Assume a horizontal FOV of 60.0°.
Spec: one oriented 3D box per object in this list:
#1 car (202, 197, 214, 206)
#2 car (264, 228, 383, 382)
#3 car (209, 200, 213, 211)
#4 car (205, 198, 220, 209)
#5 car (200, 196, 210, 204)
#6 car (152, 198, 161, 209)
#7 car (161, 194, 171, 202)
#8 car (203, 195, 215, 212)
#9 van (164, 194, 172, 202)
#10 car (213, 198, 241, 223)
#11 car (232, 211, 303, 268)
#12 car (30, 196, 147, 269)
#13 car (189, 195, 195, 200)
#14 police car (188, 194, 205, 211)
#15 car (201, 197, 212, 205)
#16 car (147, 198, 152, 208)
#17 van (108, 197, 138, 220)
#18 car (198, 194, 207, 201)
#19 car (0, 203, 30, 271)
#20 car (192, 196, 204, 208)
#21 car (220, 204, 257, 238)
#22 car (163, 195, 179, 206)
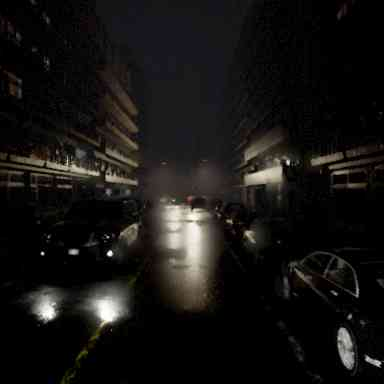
[{"bbox_3d":[2.670,1.572,56.289,1.887,1.381,4.507,0,0,0],"label":"car"},{"bbox_3d":[2.689,1.548,5.334,2.008,1.369,4.403,0,0,0],"label":"car"},{"bbox_3d":[2.680,1.570,27.983,1.802,1.307,4.206,0,0,0],"label":"car"},{"bbox_3d":[2.674,1.535,45.135,1.752,1.417,4.829,0,0,0],"label":"car"},{"bbox_3d":[2.665,1.574,67.783,1.752,1.417,4.829,0,0,0],"label":"car"},{"bbox_3d":[-5.707,1.554,44.985,1.887,1.381,4.507,0,0,0],"label":"car"},{"bbox_3d":[-5.715,1.573,67.463,1.752,1.417,4.829,0,0,0],"label":"car"},{"bbox_3d":[2.676,1.440,39.302,1.967,1.590,4.097,0,0,0],"label":"car"},{"bbox_3d":[-5.720,1.420,78.957,1.690,1.788,3.998,0,0,0],"label":"van"},{"bbox_3d":[2.682,1.428,22.319,1.967,1.590,4.097,0,0,0],"label":"car"},{"bbox_3d":[2.687,1.544,10.997,2.008,1.369,4.403,0,0,0],"label":"car"},{"bbox_3d":[-3.103,1.214,11.483,2.150,2.045,5.566,0,0,0],"label":"car"},{"bbox_3d":[-0.031,1.522,92.588,1.812,1.442,4.674,0,0,0],"label":"car"},{"bbox_3d":[0.787,1.428,41.019,1.930,1.638,5.238,0,0,-2],"label":"police car"},{"bbox_3d":[2.667,1.581,61.955,1.887,1.381,4.507,0,0,0],"label":"car"},{"bbox_3d":[-5.703,1.308,33.661,2.192,1.841,5.009,0,0,0],"label":"car"},{"bbox_3d":[-5.700,1.329,28.001,1.690,1.788,3.998,0,0,0],"label":"van"},{"bbox_3d":[2.658,1.413,84.598,2.192,1.841,5.009,0,0,0],"label":"car"},{"bbox_3d":[-5.694,1.308,11.014,2.192,1.841,5.009,0,0,0],"label":"car"},{"bbox_3d":[0.883,1.474,51.119,1.801,1.575,5.366,0,0,0],"label":"car"},{"bbox_3d":[2.685,1.534,16.659,1.887,1.381,4.507,0,0,0],"label":"car"},{"bbox_3d":[-3.088,1.586,53.391,1.994,1.385,4.181,0,0,0],"label":"car"}]
